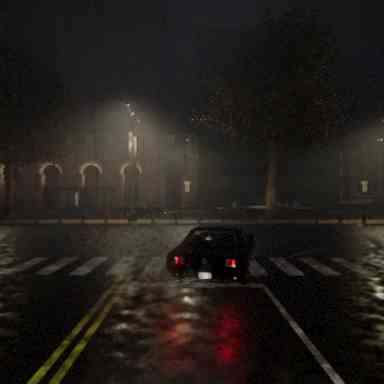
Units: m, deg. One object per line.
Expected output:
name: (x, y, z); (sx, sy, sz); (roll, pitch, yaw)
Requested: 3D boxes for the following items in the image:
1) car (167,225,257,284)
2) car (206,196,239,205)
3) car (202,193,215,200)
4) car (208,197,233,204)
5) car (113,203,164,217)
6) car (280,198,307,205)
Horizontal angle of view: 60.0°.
car: (0.835, 1.629, 9.768); (1.895, 1.301, 4.718); (0, 0, 14)
car: (4.801, 1.562, 51.397); (4.786, 1.482, 2.161); (0, 0, 1)
car: (4.744, 1.264, 81.500); (5.566, 2.045, 2.435); (0, 0, 1)
car: (5.356, 1.645, 62.991); (4.718, 1.301, 1.895); (0, 0, 1)
car: (-5.177, 1.695, 32.297); (4.718, 1.301, 1.895); (0, 0, 1)
car: (17.048, 1.479, 55.370); (4.674, 1.452, 2.002); (0, 0, 1)
